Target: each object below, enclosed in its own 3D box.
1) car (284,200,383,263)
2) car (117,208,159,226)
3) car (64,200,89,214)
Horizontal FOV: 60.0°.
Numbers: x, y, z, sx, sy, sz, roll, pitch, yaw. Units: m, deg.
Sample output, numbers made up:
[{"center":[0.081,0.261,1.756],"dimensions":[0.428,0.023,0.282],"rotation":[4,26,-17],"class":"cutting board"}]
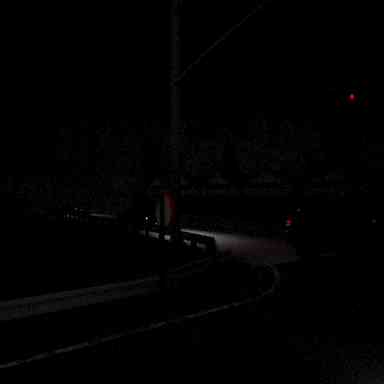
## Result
[{"center":[5.605,1.307,10.653],"dimensions":[2.150,2.045,5.566],"rotation":[0,-1,-35],"class":"car"},{"center":[-3.559,1.792,23.662],"dimensions":[1.895,1.301,4.718],"rotation":[0,0,-35],"class":"car"},{"center":[-13.056,1.695,37.309],"dimensions":[1.837,1.490,4.892],"rotation":[-1,1,-33],"class":"car"}]
